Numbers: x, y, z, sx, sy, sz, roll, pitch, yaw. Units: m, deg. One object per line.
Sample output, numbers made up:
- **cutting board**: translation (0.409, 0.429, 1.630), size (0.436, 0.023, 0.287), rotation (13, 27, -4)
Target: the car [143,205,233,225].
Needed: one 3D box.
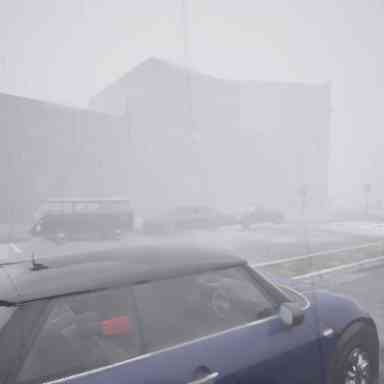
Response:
- **car**: translation (-0.388, 1.472, 18.420), size (4.792, 1.488, 2.163), rotation (0, 0, -36)

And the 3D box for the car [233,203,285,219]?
- **car**: translation (4.067, 1.474, 21.638), size (4.674, 1.452, 2.002), rotation (0, -2, -36)

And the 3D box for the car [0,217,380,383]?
- **car**: translation (-0.067, 1.348, 3.395), size (4.553, 1.767, 2.097), rotation (0, 0, -36)

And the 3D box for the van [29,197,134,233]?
- **van**: translation (-4.947, 1.226, 15.147), size (4.442, 1.987, 1.878), rotation (0, 0, -36)
